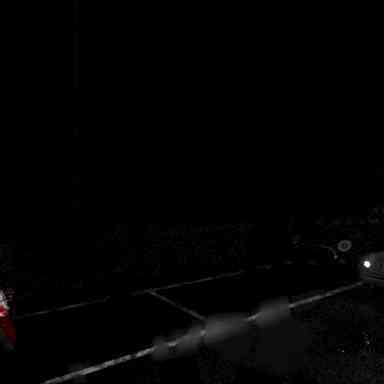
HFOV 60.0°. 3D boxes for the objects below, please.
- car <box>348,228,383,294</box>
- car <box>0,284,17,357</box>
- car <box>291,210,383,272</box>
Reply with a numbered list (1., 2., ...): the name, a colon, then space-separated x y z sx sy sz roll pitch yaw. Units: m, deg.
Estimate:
1. car: 5.751 1.549 7.483 4.718 1.301 1.895 0 0 -36
2. car: -4.296 1.449 3.587 4.097 1.590 1.967 0 0 -36
3. car: 4.880 1.384 10.136 4.097 1.590 1.967 0 0 -36
